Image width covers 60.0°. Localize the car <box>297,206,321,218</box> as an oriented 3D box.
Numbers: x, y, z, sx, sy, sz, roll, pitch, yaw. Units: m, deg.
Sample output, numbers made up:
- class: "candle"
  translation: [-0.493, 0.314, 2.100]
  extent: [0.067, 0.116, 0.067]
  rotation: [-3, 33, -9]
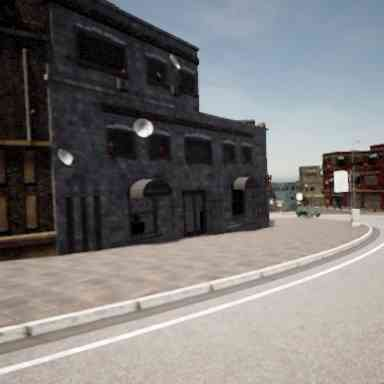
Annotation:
- class: "car"
  translation: [20.937, 3.582, 59.994]
  extent: [2.150, 2.045, 5.566]
  rotation: [-3, -3, -11]
